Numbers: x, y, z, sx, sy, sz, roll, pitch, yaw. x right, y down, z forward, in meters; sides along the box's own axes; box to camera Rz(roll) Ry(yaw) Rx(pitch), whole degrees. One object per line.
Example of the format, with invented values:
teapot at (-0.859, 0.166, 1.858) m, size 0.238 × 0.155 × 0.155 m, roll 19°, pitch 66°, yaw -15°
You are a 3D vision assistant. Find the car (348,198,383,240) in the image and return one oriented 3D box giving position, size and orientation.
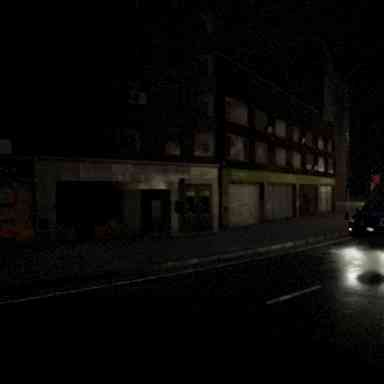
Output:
car at (9.955, 1.341, 17.069) m, size 2.150 × 2.045 × 5.566 m, roll 0°, pitch 0°, yaw 43°
